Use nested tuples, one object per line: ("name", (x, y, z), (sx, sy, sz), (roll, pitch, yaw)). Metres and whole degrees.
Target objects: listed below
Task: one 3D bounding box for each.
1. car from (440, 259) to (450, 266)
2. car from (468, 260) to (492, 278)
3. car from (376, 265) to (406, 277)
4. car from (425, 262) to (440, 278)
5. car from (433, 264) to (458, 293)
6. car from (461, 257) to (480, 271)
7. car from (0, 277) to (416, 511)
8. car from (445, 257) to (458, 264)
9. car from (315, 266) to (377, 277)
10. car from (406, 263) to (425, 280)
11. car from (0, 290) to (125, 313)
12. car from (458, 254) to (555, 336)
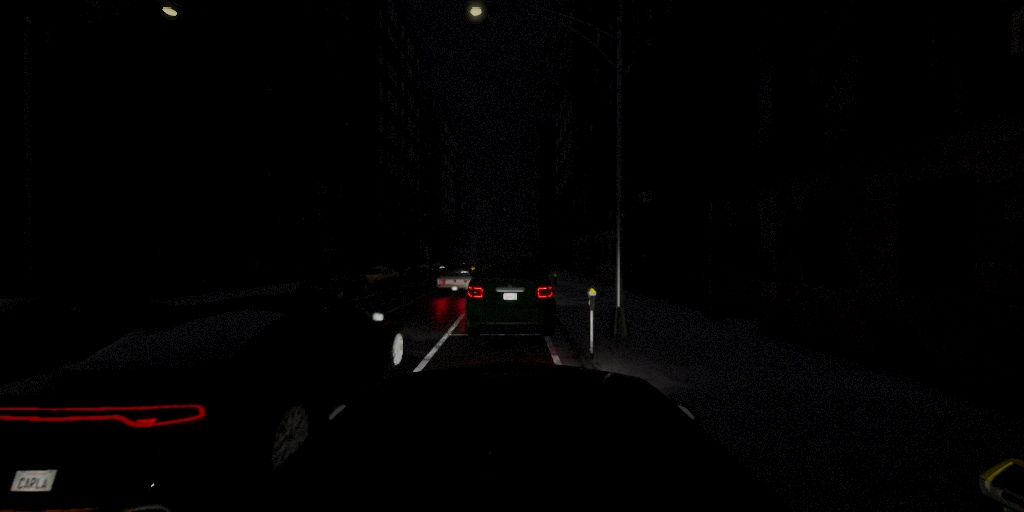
("car", (-8.408, 1.295, 38.870), (2.007, 1.370, 4.403), (0, 0, 0))
("car", (-3.021, 1.202, 34.892), (1.801, 1.575, 5.366), (0, 0, 0))
("car", (-8.408, 1.275, 22.461), (1.751, 1.417, 4.829), (0, 0, 0))
("car", (-8.408, 1.298, 33.457), (2.007, 1.370, 4.403), (0, 0, 0))
("car", (-2.923, 1.351, 20.526), (1.895, 1.301, 4.718), (0, 0, 0))
("car", (-5.770, 1.096, 50.125), (2.097, 1.767, 4.553), (0, 0, 0))
("car", (-2.921, 1.227, 4.667), (1.882, 1.535, 5.008), (0, 0, 0))
("car", (-8.408, 1.052, 49.696), (2.192, 1.841, 5.009), (0, 0, 0))
("car", (-8.408, 1.316, 17.218), (1.948, 1.339, 4.313), (0, 0, 0))
("car", (-8.408, 1.331, 28.044), (1.802, 1.307, 4.207), (0, 0, 0))
("car", (-5.869, 1.227, 3.971), (1.882, 1.535, 5.008), (0, 0, 0))
("car", (-0.039, 0.978, 10.530), (2.150, 2.045, 5.566), (0, 0, 0))
